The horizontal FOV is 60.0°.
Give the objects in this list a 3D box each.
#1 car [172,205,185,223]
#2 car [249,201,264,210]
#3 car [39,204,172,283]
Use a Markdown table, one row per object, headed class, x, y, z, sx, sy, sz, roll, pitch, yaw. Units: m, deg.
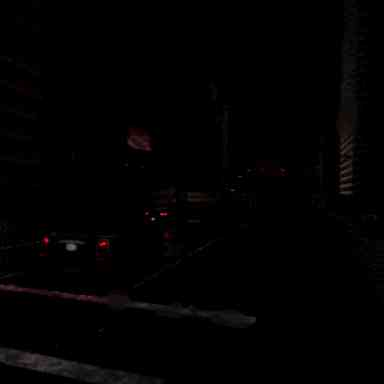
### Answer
| class | x | y | z | sx | sy | sz | roll | pitch | yaw |
| --- | --- | --- | --- | --- | --- | --- | --- | --- | --- |
| car | -1.901 | 1.602 | 24.032 | 1.812 | 1.442 | 4.674 | 1 | 0 | 17 |
| car | 9.939 | 2.034 | 51.088 | 1.895 | 1.301 | 4.718 | 1 | 0 | 17 |
| car | -2.400 | 1.370 | 10.072 | 2.097 | 1.767 | 4.553 | 1 | 0 | 14 |
